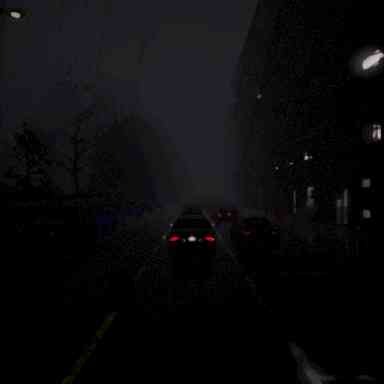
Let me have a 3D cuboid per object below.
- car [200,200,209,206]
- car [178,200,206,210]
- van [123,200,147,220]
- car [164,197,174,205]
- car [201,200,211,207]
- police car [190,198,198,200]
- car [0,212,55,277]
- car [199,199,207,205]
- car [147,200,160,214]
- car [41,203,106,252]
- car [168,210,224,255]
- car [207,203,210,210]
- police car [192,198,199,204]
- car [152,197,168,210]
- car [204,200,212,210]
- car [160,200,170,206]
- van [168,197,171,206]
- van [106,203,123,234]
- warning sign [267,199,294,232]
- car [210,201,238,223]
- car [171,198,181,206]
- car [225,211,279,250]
[{"bbox_3d":[2.706,2.366,71.102,1.802,1.307,4.206,0,-1,0],"label":"car"},{"bbox_3d":[0.011,1.792,29.478,1.882,1.535,5.008,0,0,0],"label":"car"},{"bbox_3d":[-5.683,1.679,31.697,1.690,1.788,3.998,0,-1,0],"label":"van"},{"bbox_3d":[-5.672,2.233,82.368,2.192,1.841,5.009,0,-1,0],"label":"car"},{"bbox_3d":[2.705,2.245,65.642,1.752,1.417,4.829,0,-1,0],"label":"car"},{"bbox_3d":[0.462,2.313,79.424,1.930,1.638,5.238,0,-1,12],"label":"police car"},{"bbox_3d":[-5.687,1.535,9.174,1.967,1.590,4.097,0,-1,0],"label":"car"},{"bbox_3d":[2.708,2.484,82.364,1.947,1.339,4.313,0,-1,0],"label":"car"},{"bbox_3d":[-5.681,2.026,42.955,1.947,1.339,4.313,0,-1,0],"label":"car"},{"bbox_3d":[-5.687,1.471,14.806,2.192,1.841,5.009,0,-1,0],"label":"car"},{"bbox_3d":[0.003,1.695,13.994,2.033,1.411,5.357,0,-1,0],"label":"car"},{"bbox_3d":[2.697,1.920,31.693,1.802,1.307,4.206,0,-1,0],"label":"car"},{"bbox_3d":[0.921,2.501,95.235,1.930,1.638,5.238,0,-1,0],"label":"police car"},{"bbox_3d":[-5.678,1.902,54.217,2.192,1.841,5.009,0,-1,0],"label":"car"},{"bbox_3d":[2.699,2.027,42.953,1.947,1.339,4.313,0,-1,0],"label":"car"},{"bbox_3d":[-5.675,2.366,71.103,1.802,1.307,4.206,0,-1,0],"label":"car"},{"bbox_3d":[-5.676,2.058,65.476,1.690,1.788,3.998,0,-1,0],"label":"van"},{"bbox_3d":[-5.685,1.558,20.436,1.690,1.788,3.998,0,-1,0],"label":"van"},{"bbox_3d":[5.072,1.318,19.130,1.300,1.860,1.060,0,-1,0],"label":"warning sign"},{"bbox_3d":[2.696,1.718,26.064,1.967,1.590,4.097,0,-1,0],"label":"car"},{"bbox_3d":[-2.984,2.322,71.065,2.033,1.411,5.357,0,-1,0],"label":"car"},{"bbox_3d":[2.694,1.738,14.801,1.802,1.307,4.206,0,-1,0],"label":"car"}]
